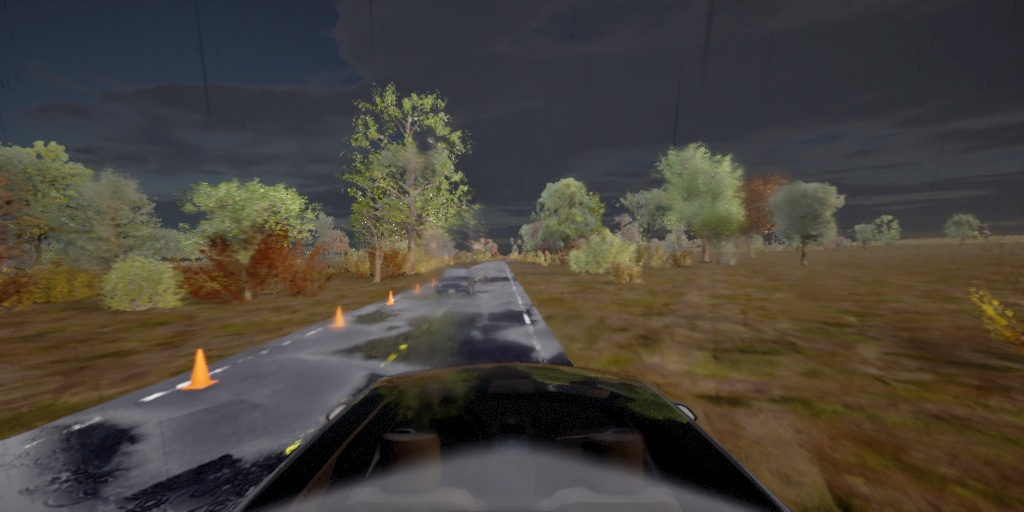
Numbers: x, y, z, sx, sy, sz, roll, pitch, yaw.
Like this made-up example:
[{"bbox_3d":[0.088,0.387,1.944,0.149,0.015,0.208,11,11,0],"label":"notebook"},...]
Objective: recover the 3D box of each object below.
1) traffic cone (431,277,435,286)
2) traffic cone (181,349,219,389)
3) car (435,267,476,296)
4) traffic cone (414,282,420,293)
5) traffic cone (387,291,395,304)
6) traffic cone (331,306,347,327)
[{"bbox_3d":[-5.619,1.832,25.823,0.340,0.580,0.340,0,0,-2],"label":"traffic cone"},{"bbox_3d":[-5.071,1.810,5.839,0.340,0.580,0.340,0,0,-1],"label":"traffic cone"},{"bbox_3d":[-3.089,1.369,20.597,2.033,1.411,5.357,-1,0,-2],"label":"car"},{"bbox_3d":[-5.482,1.826,20.825,0.340,0.580,0.340,0,0,-2],"label":"traffic cone"},{"bbox_3d":[-5.344,1.820,15.827,0.340,0.580,0.340,0,0,-2],"label":"traffic cone"},{"bbox_3d":[-5.208,1.815,10.829,0.340,0.580,0.340,0,0,-2],"label":"traffic cone"}]
